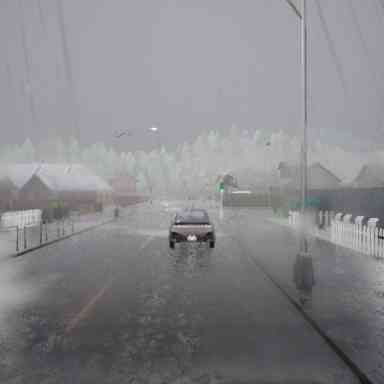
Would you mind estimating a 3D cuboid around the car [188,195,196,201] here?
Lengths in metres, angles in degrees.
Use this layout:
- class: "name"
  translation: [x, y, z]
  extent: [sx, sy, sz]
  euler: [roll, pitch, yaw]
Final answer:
- class: "car"
  translation: [0.000, 1.445, 81.334]
  extent: [1.837, 1.490, 4.892]
  euler: [0, 0, 0]

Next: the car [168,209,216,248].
- class: "car"
  translation: [0.000, 1.493, 14.650]
  extent: [2.128, 1.511, 4.902]
  euler: [0, 0, 0]
